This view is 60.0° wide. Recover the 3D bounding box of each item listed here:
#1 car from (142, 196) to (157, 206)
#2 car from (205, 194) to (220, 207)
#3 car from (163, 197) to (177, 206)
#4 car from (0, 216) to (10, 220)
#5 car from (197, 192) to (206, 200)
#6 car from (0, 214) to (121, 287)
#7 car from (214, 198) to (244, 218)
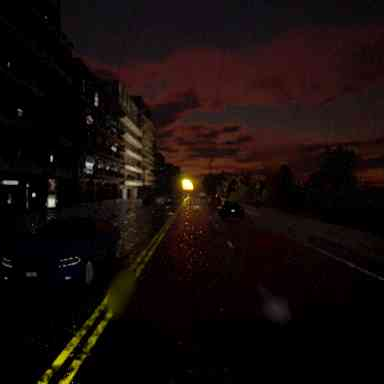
[{"bbox_3d":[-6.587,1.369,51.658,1.882,1.535,5.008,0,0,0],"label":"car"},{"bbox_3d":[3.337,1.375,48.933,1.882,1.535,5.008,0,0,0],"label":"car"},{"bbox_3d":[-3.336,1.439,51.700,2.033,1.411,5.357,0,0,0],"label":"car"},{"bbox_3d":[-6.604,1.468,9.782,2.128,1.511,4.902,0,0,0],"label":"car"},{"bbox_3d":[3.227,1.336,89.857,2.163,1.488,4.792,0,0,0],"label":"car"},{"bbox_3d":[-3.353,1.455,9.457,1.882,1.535,5.008,0,0,0],"label":"car"},{"bbox_3d":[3.342,1.499,29.155,1.994,1.385,4.181,0,0,0],"label":"car"}]
